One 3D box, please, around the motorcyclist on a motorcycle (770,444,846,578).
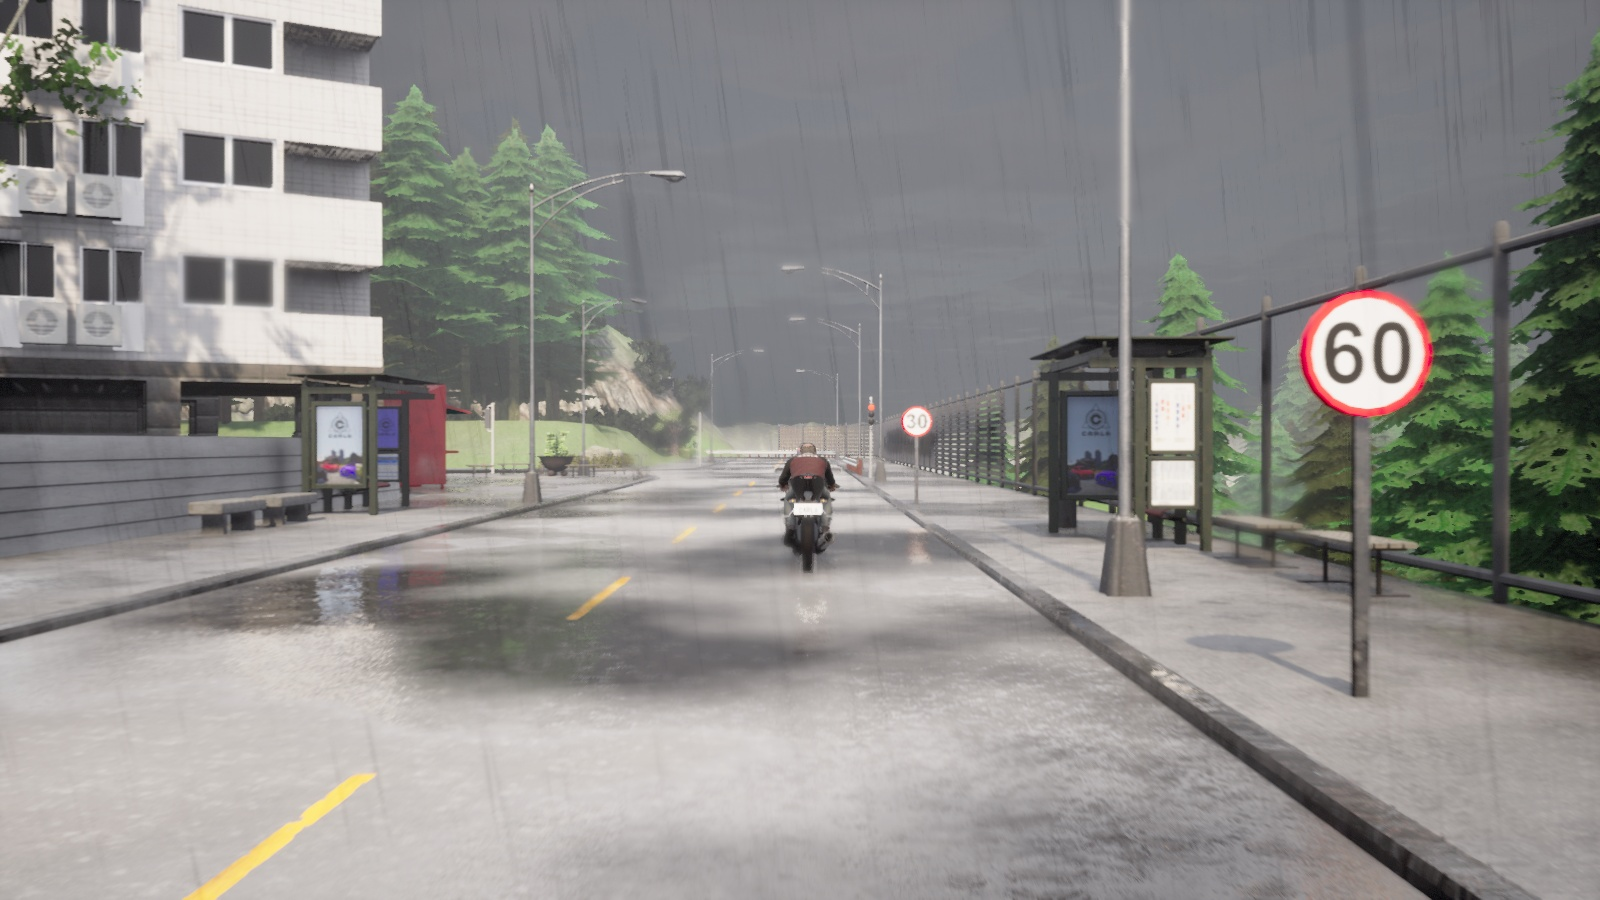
[{"bbox_3d":[0.097,0.694,15.437,0.866,1.530,2.191,0,0,0],"label":"motorcyclist on a motorcycle"}]
